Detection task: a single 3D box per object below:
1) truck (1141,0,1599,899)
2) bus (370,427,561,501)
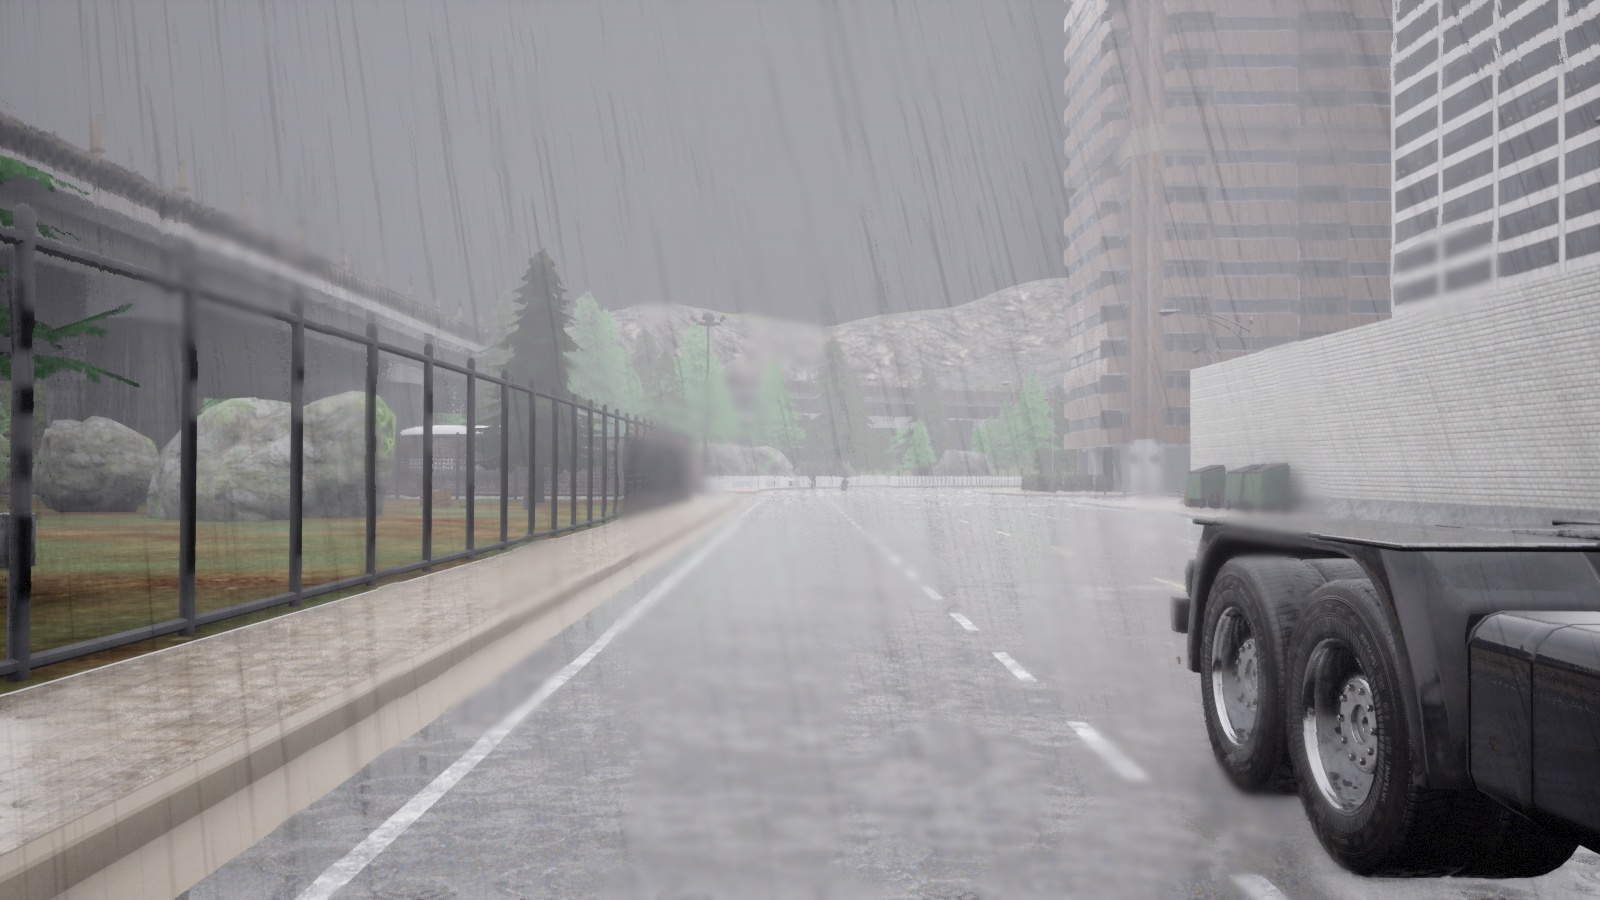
[{"bbox_3d":[3.487,-0.123,3.466,2.891,3.462,7.936,0,-1,0],"label":"truck"},{"bbox_3d":[-19.683,0.821,74.521,10.273,4.253,3.944,0,-1,0],"label":"bus"}]
